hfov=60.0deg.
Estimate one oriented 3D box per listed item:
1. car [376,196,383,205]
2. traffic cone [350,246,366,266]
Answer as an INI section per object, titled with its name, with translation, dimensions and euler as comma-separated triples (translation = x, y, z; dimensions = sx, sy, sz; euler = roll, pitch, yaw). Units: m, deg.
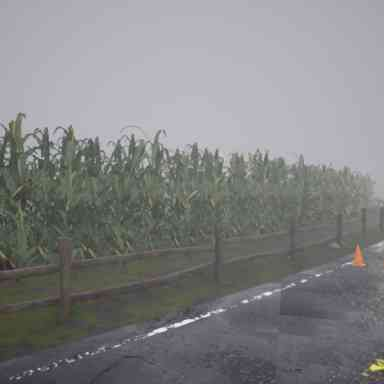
[car]
translation = 34.351, 1.451, 59.393
dimensions = 1.837, 1.490, 4.892
euler = 0, 0, 15
[traffic cone]
translation = 5.117, 1.954, 10.253
dimensions = 0.340, 0.580, 0.340
euler = 0, 0, 45
